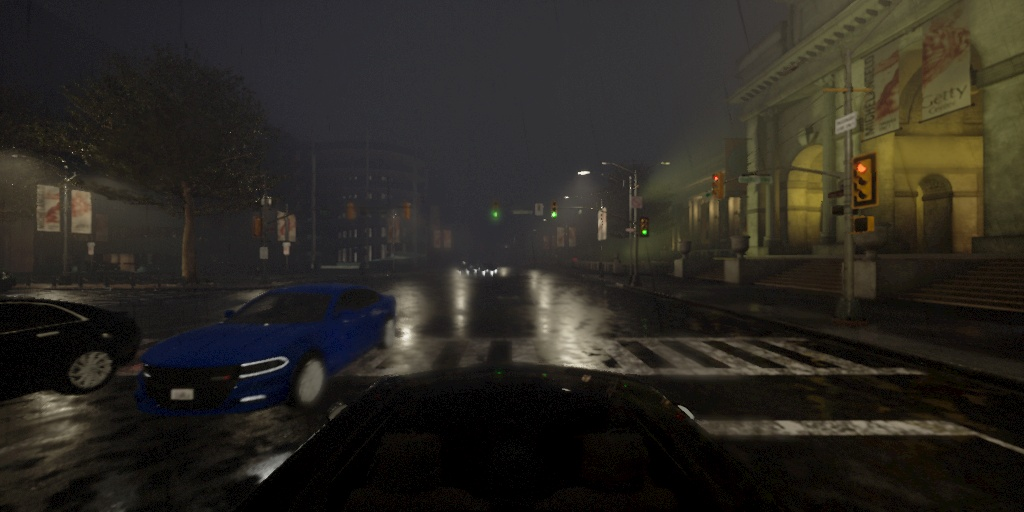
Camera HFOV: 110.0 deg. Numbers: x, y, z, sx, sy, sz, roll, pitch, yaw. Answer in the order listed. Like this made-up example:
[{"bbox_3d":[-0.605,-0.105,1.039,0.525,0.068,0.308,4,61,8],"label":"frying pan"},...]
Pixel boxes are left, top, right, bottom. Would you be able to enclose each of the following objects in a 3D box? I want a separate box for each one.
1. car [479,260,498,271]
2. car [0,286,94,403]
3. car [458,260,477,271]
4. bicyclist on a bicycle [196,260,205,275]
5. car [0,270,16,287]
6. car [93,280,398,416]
[{"bbox_3d":[-3.603,1.639,55.844,1.994,1.385,4.181,0,0,0],"label":"car"},{"bbox_3d":[-7.100,1.268,3.899,1.837,1.490,4.892,0,0,0],"label":"car"},{"bbox_3d":[-7.095,1.622,55.748,2.033,1.411,5.357,0,0,0],"label":"car"},{"bbox_3d":[-34.228,1.275,39.165,0.582,1.620,1.656,0,0,0],"label":"bicyclist on a bicycle"},{"bbox_3d":[-31.114,1.079,19.701,5.566,2.045,2.150,0,0,0],"label":"car"},{"bbox_3d":[-3.604,1.256,6.430,1.882,1.535,5.008,0,0,0],"label":"car"}]
